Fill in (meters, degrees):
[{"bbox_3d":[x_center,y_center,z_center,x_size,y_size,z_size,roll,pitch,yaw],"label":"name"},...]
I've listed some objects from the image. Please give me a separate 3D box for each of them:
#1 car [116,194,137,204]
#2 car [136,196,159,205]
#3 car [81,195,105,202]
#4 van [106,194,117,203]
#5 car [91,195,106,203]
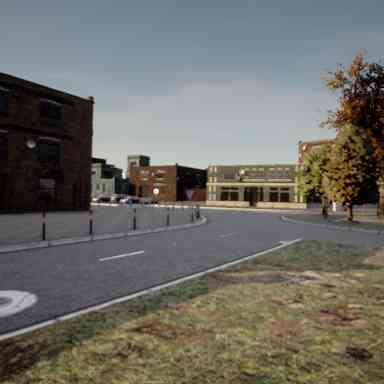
[{"bbox_3d":[-12.933,1.630,69.898,2.185,1.767,4.553,1,-1,32],"label":"car"},{"bbox_3d":[-8.370,1.887,66.952,2.163,1.488,4.792,1,-1,32],"label":"car"},{"bbox_3d":[-22.477,1.492,75.851,2.097,1.535,5.008,2,-1,32],"label":"car"},{"bbox_3d":[-15.470,1.465,71.321,1.878,1.987,4.442,2,-1,32],"label":"van"},{"bbox_3d":[-19.996,1.439,74.338,2.185,1.767,4.553,2,-1,32],"label":"car"}]
